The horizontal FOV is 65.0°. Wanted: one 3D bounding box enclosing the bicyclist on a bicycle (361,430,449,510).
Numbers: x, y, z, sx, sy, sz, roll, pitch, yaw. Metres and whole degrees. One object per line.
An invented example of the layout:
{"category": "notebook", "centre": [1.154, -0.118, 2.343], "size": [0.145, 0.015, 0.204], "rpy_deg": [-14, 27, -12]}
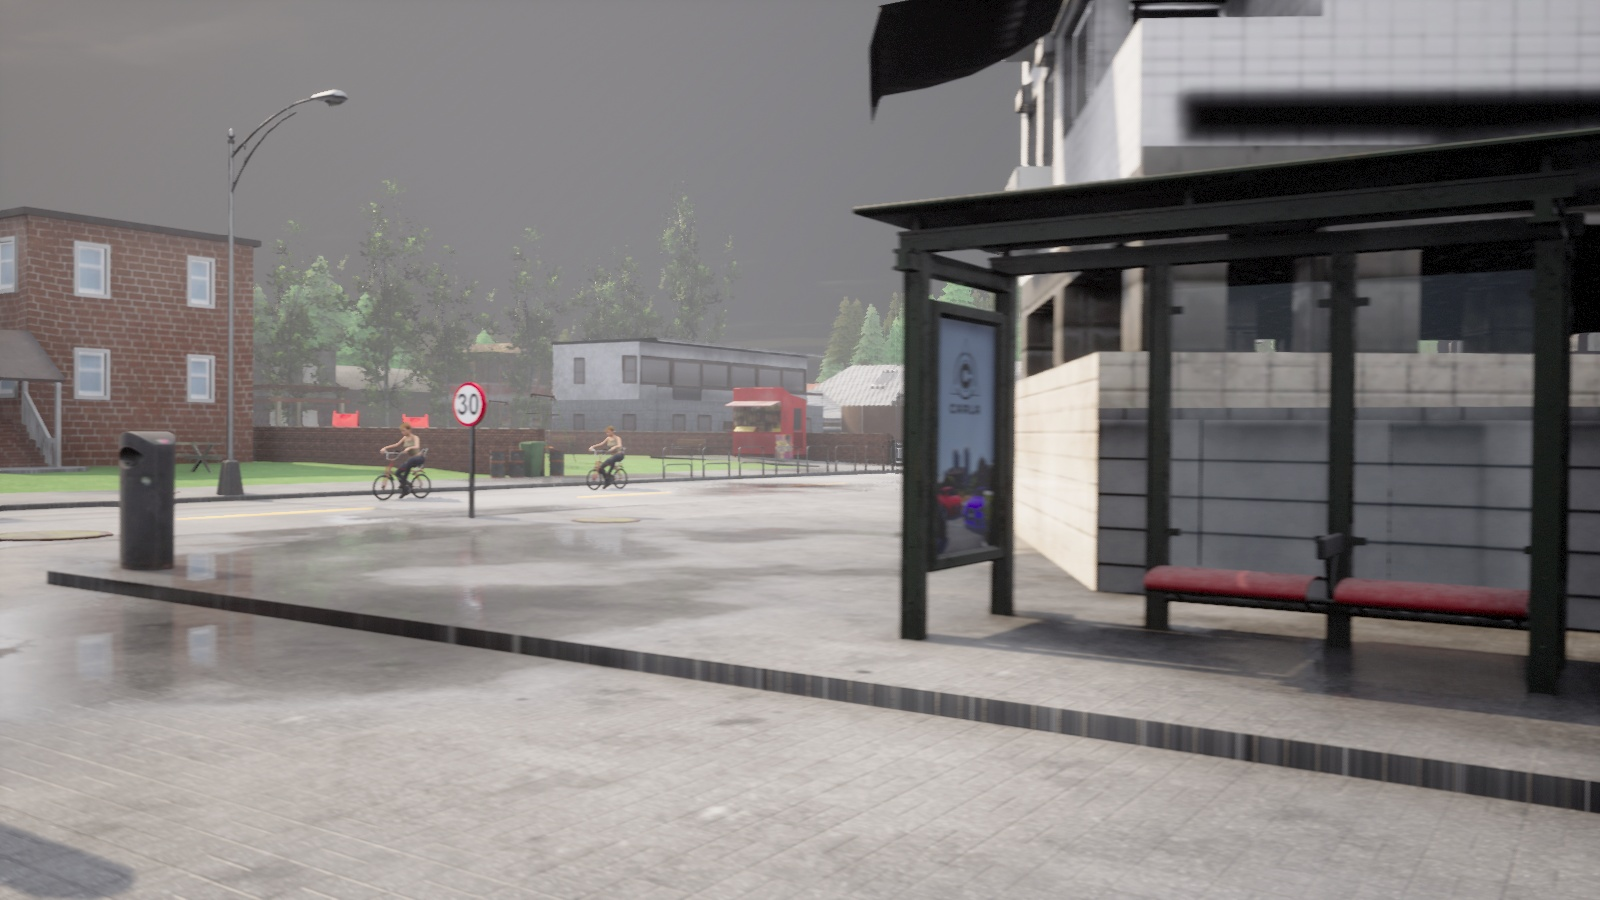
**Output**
{"category": "bicyclist on a bicycle", "centre": [-8.224, 0.385, 26.197], "size": [0.866, 1.612, 1.509], "rpy_deg": [0, 1, 34]}

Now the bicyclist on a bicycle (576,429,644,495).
{"category": "bicyclist on a bicycle", "centre": [-4.748, 0.282, 31.440], "size": [0.866, 1.612, 1.509], "rpy_deg": [0, 1, 34]}
